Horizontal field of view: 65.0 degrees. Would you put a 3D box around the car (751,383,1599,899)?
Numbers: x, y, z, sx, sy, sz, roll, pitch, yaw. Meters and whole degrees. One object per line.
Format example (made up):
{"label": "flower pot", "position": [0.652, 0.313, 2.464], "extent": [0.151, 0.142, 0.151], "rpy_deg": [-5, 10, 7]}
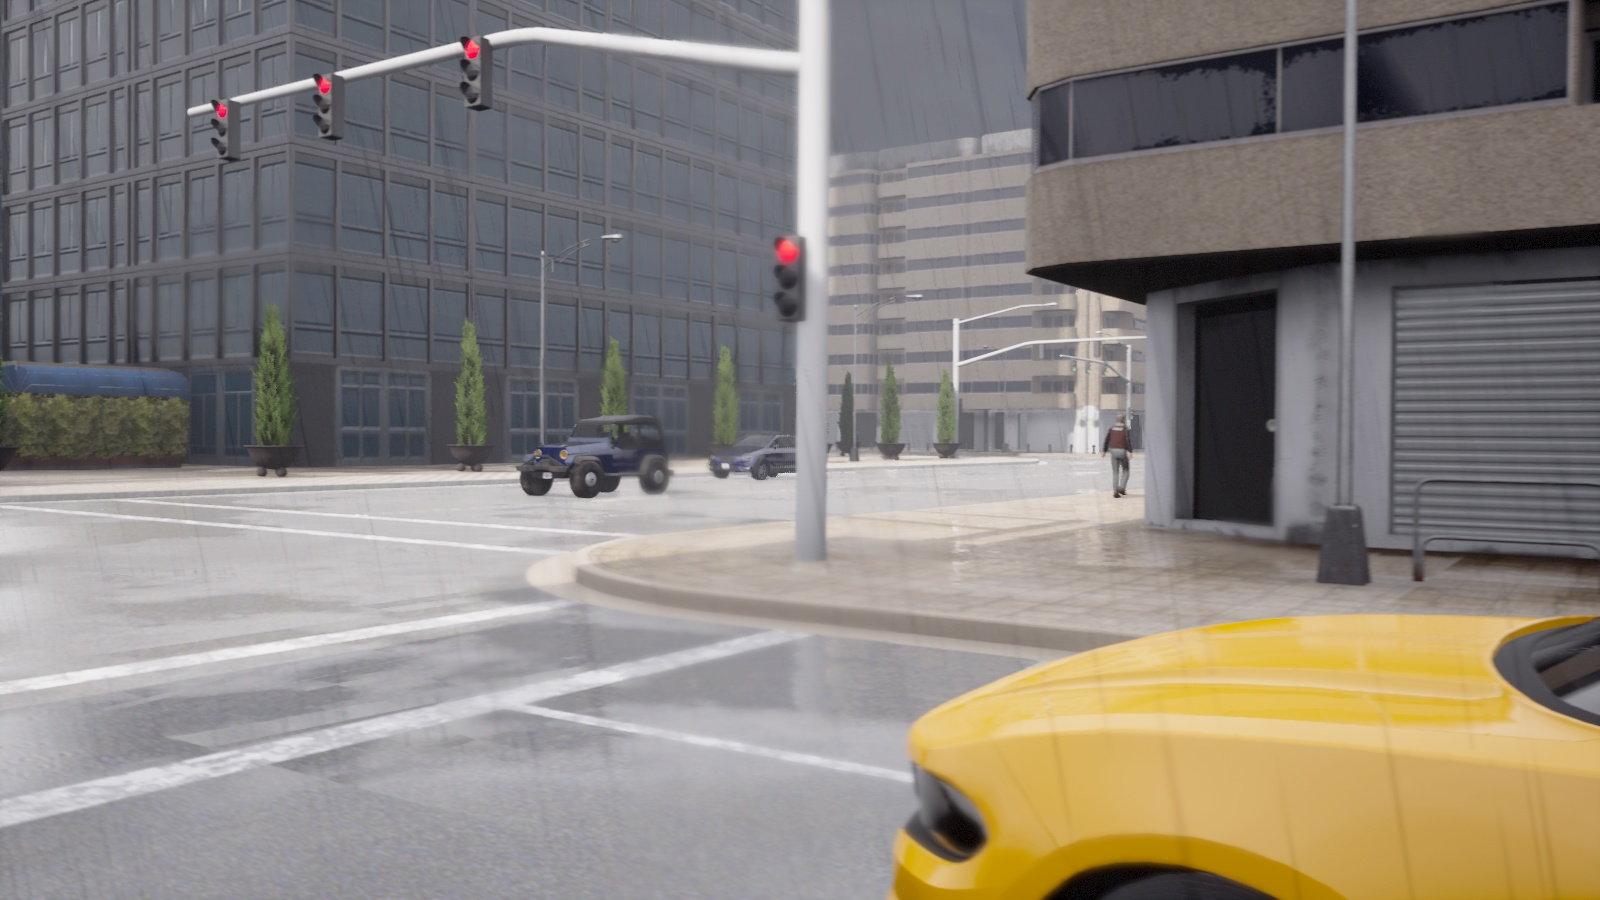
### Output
{"label": "car", "position": [2.515, 0.658, 1.952], "extent": [5.008, 1.535, 1.882], "rpy_deg": [0, 1, 34]}

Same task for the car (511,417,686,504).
{"label": "car", "position": [-4.658, 0.199, 29.495], "extent": [1.905, 1.878, 3.866], "rpy_deg": [0, 1, 34]}

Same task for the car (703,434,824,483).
{"label": "car", "position": [-1.143, 0.234, 40.901], "extent": [1.816, 1.474, 4.193], "rpy_deg": [0, 1, 34]}

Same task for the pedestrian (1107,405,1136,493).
{"label": "pedestrian", "position": [6.912, -0.027, 26.991], "extent": [0.376, 1.854, 0.720], "rpy_deg": [0, 1, 35]}
